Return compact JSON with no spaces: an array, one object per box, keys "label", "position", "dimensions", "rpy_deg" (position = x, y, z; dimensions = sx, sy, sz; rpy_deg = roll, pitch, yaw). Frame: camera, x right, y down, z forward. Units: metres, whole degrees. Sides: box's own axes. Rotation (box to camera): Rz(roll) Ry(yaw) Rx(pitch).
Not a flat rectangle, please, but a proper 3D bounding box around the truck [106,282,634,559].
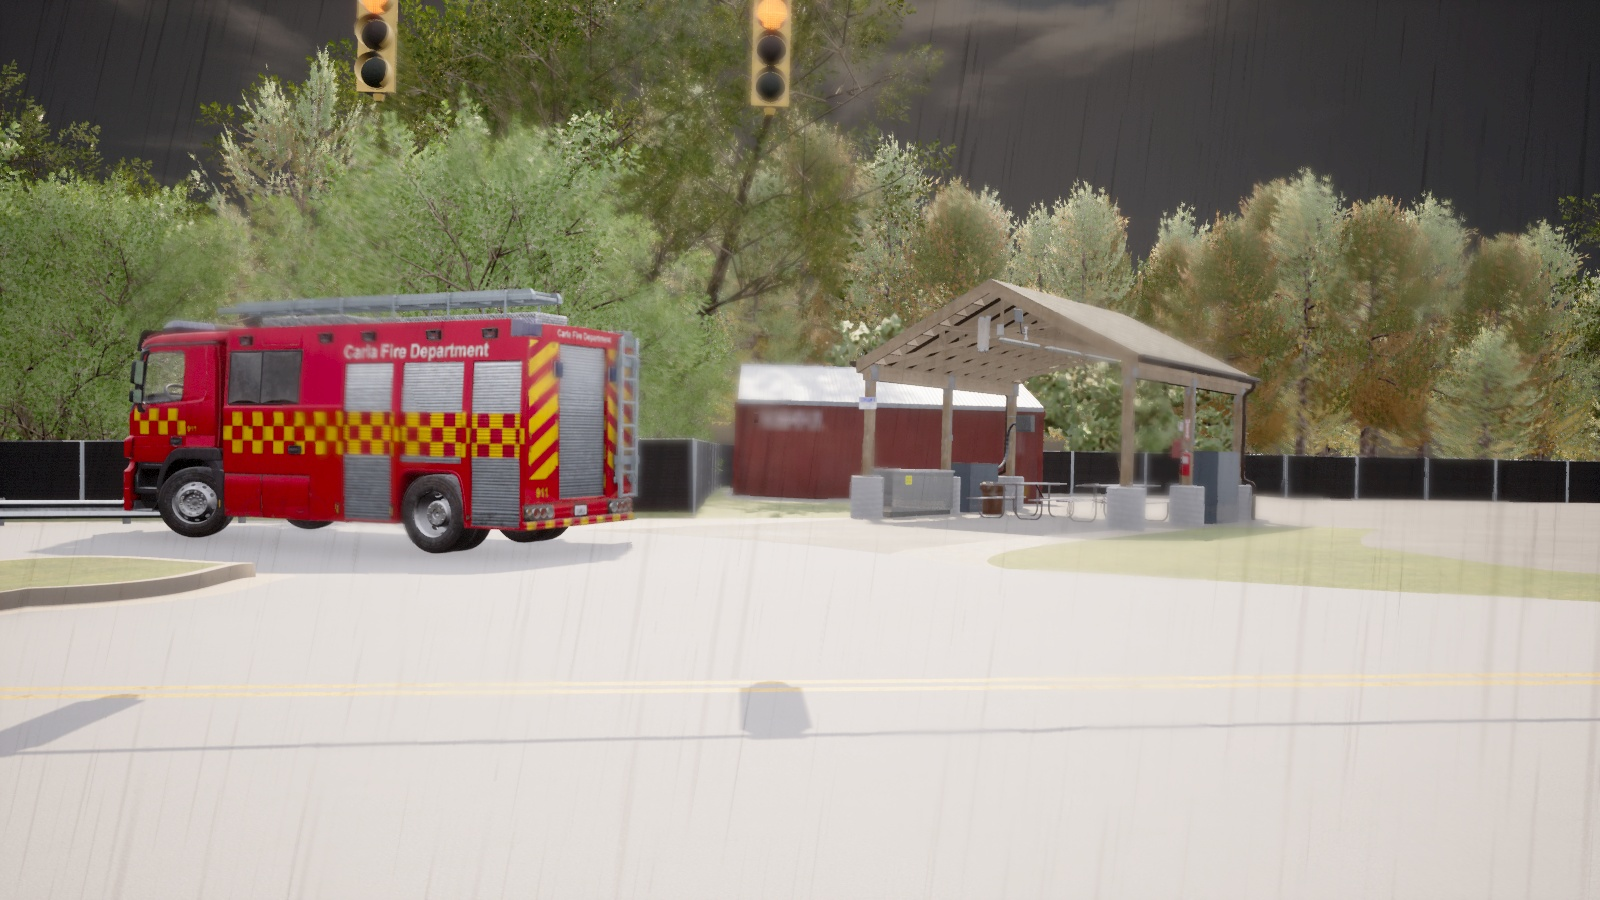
[{"label":"truck","position":[-7.108,-0.474,20.464],"dimensions":[8.468,3.827,2.891],"rpy_deg":[1,1,25]}]
